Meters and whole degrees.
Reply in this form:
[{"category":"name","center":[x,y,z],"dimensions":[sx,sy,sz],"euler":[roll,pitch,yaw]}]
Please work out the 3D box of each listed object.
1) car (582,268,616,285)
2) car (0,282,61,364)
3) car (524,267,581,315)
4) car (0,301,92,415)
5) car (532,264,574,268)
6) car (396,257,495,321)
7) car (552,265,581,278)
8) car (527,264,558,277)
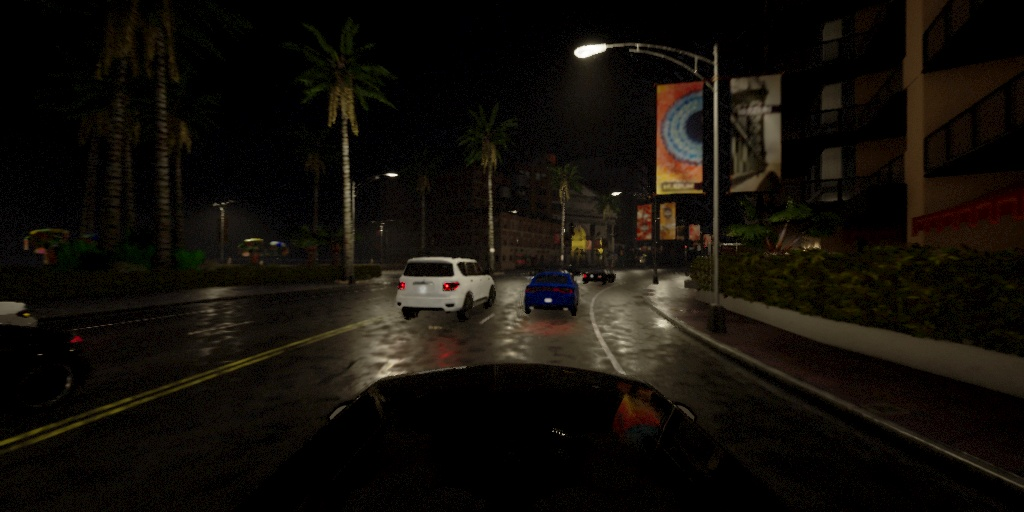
[{"category":"car","center":[7.591,1.708,31.075],"dimensions":[2.033,1.411,5.357],"euler":[0,-1,28]},{"category":"car","center":[-10.292,1.225,5.055],"dimensions":[1.812,1.442,4.674],"euler":[0,-1,3]},{"category":"car","center":[1.737,1.394,14.628],"dimensions":[1.882,1.535,5.008],"euler":[0,-1,12]},{"category":"car","center":[-6.873,1.271,3.184],"dimensions":[1.994,1.385,4.181],"euler":[0,-1,2]},{"category":"car","center":[3.821,1.678,31.367],"dimensions":[2.033,1.411,5.357],"euler":[0,-1,26]},{"category":"car","center":[-2.172,1.088,13.242],"dimensions":[2.150,2.045,5.566],"euler":[0,-1,10]},{"category":"car","center":[6.692,1.863,43.604],"dimensions":[1.994,1.385,4.181],"euler":[0,-1,33]},{"category":"car","center":[3.900,1.805,45.730],"dimensions":[1.837,1.490,4.892],"euler":[0,-1,33]}]
